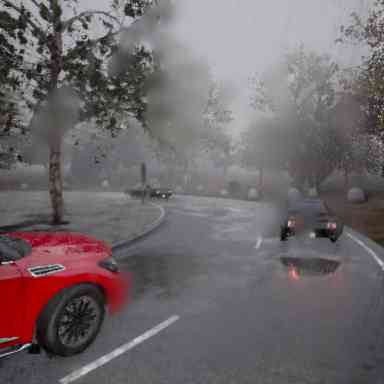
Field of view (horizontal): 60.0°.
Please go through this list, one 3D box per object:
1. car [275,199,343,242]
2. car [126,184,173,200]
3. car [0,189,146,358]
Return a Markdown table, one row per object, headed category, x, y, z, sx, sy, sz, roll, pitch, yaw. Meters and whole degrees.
| category | x | y | z | sx | sy | sz | roll | pitch | yaw |
| --- | --- | --- | --- | --- | --- | --- | --- | --- | --- |
| car | 4.194 | 0.916 | 12.589 | 1.895 | 1.301 | 4.718 | 1 | 4 | 12 |
| car | -3.845 | -0.062 | 28.736 | 1.895 | 1.301 | 4.718 | -3 | 4 | -43 |
| car | -3.416 | 1.101 | 3.648 | 2.150 | 2.045 | 5.566 | 4 | 5 | 43 |
